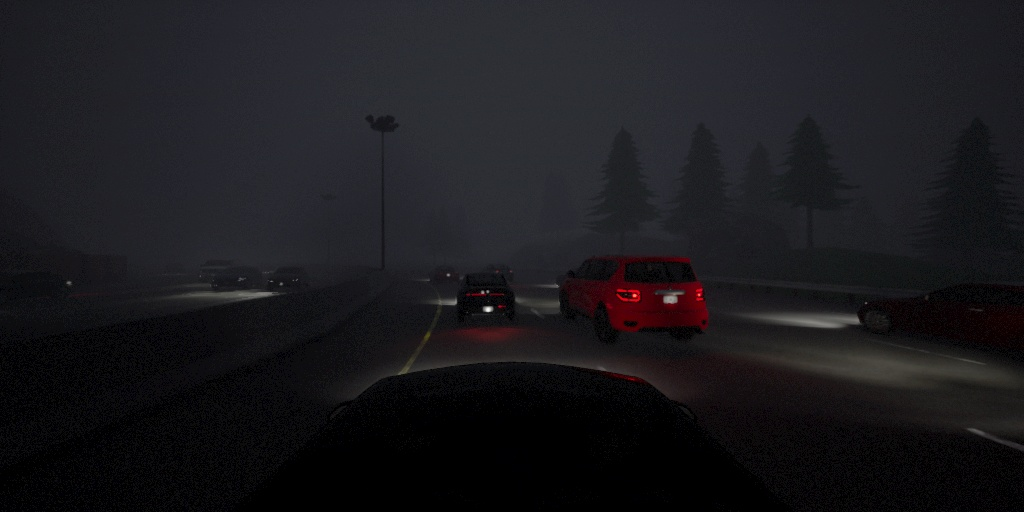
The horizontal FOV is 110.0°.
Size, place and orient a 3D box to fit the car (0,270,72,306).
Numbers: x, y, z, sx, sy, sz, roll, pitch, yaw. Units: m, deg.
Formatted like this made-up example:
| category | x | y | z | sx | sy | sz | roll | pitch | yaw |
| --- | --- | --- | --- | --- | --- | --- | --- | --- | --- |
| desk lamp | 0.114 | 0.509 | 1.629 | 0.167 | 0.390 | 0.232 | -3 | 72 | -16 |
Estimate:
| category | x | y | z | sx | sy | sz | roll | pitch | yaw |
| --- | --- | --- | --- | --- | --- | --- | --- | --- | --- |
| car | -23.383 | 1.452 | 16.641 | 1.837 | 1.490 | 4.892 | 0 | 0 | -17 |

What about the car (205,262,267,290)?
| category | x | y | z | sx | sy | sz | roll | pitch | yaw |
| --- | --- | --- | --- | --- | --- | --- | --- | --- | --- |
| car | -18.770 | 1.437 | 24.719 | 1.882 | 1.535 | 5.008 | 0 | 0 | -22 |

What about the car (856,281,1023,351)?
| category | x | y | z | sx | sy | sz | roll | pitch | yaw |
| --- | --- | --- | --- | --- | --- | --- | --- | --- | --- |
| car | 10.104 | 1.247 | 7.485 | 1.812 | 1.442 | 4.674 | 0 | 0 | -4 |

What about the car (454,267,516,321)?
| category | x | y | z | sx | sy | sz | roll | pitch | yaw |
| --- | --- | --- | --- | --- | --- | --- | --- | --- | --- |
| car | -1.022 | 1.312 | 12.843 | 1.837 | 1.490 | 4.892 | 0 | 0 | -8 |

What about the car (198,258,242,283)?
| category | x | y | z | sx | sy | sz | roll | pitch | yaw |
| --- | --- | --- | --- | --- | --- | --- | --- | --- | --- |
| car | -26.264 | 1.261 | 32.224 | 2.150 | 2.045 | 5.566 | 0 | -1 | -31 |

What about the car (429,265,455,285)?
| category | x | y | z | sx | sy | sz | roll | pitch | yaw |
| --- | --- | --- | --- | --- | --- | --- | --- | --- | --- |
| car | -5.747 | 1.477 | 30.168 | 1.994 | 1.385 | 4.181 | 0 | 0 | -21 |

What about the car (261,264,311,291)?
| category | x | y | z | sx | sy | sz | roll | pitch | yaw |
| --- | --- | --- | --- | --- | --- | --- | --- | --- | --- |
| car | -14.705 | 1.438 | 23.807 | 1.837 | 1.490 | 4.892 | 0 | 0 | -20 |

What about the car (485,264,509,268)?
| category | x | y | z | sx | sy | sz | roll | pitch | yaw |
| --- | --- | --- | --- | --- | --- | --- | --- | --- | --- |
| car | -1.331 | 1.372 | 28.323 | 2.128 | 1.511 | 4.902 | 0 | 0 | -19 |

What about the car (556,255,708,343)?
| category | x | y | z | sx | sy | sz | roll | pitch | yaw |
| --- | --- | --- | --- | --- | --- | --- | --- | --- | --- |
| car | 2.935 | 0.994 | 9.973 | 2.150 | 2.045 | 5.566 | 0 | 0 | -6 |

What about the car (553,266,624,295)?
| category | x | y | z | sx | sy | sz | roll | pitch | yaw |
| --- | --- | --- | --- | --- | --- | --- | --- | --- | --- |
| car | 4.399 | 1.366 | 21.667 | 2.033 | 1.411 | 5.357 | 0 | 0 | -14 |
